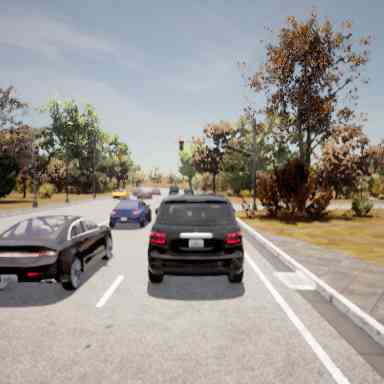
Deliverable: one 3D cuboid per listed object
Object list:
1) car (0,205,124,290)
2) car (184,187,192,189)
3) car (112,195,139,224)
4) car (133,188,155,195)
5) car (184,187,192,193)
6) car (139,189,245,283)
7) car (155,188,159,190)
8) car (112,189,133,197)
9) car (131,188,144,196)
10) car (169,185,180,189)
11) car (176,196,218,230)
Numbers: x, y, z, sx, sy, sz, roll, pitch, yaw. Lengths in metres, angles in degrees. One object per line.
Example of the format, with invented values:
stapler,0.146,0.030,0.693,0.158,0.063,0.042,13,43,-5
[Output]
car,-3.404,1.338,8.615,2.128,1.511,4.902,0,1,0
car,-0.580,-0.219,77.120,1.812,1.442,4.674,0,1,-2
car,-3.407,1.133,18.906,1.812,1.442,4.674,0,1,0
car,-7.147,0.449,50.086,1.994,1.385,4.181,0,1,0
car,-1.076,-0.518,87.296,1.994,1.385,4.181,0,1,-3
car,0.091,1.052,9.307,2.150,2.045,5.566,0,1,0
car,-7.296,0.008,67.434,1.812,1.442,4.674,0,1,-1
car,-10.645,0.371,49.706,1.882,1.535,5.008,0,1,0
car,-10.780,0.037,66.192,1.812,1.442,4.674,0,1,-1
car,-4.067,-0.518,76.667,2.150,2.045,5.566,0,1,-2
car,0.130,1.096,19.035,2.128,1.511,4.902,0,1,-3
